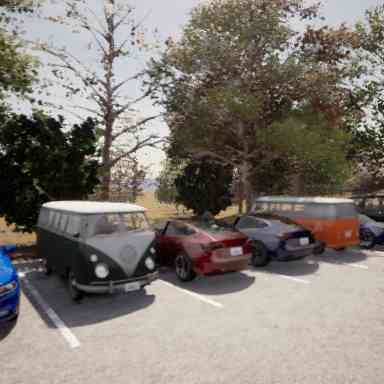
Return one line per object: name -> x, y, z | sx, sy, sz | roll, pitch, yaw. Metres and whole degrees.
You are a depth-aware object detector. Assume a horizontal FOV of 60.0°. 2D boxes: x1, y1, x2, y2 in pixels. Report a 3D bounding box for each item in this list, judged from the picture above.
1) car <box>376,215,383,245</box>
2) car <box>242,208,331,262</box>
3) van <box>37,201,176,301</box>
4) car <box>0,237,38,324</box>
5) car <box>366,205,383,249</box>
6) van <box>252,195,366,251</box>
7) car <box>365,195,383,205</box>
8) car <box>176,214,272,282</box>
car -> 7.549, 1.432, 9.376 | 4.902, 1.511, 2.128 | 0, 0, -35
car -> 1.864, 1.458, 11.425 | 2.163, 1.488, 4.792 | 0, 0, -35
van -> -2.447, 1.234, 8.182 | 1.878, 1.987, 4.442 | 0, 0, -36
car -> -4.779, 1.482, 6.657 | 2.097, 1.535, 5.008 | -1, 0, -35
car -> 6.509, 1.448, 14.669 | 2.163, 1.488, 4.792 | 0, 0, -36
van -> 4.068, 1.196, 13.106 | 1.878, 1.987, 4.442 | 0, 0, -36
car -> 8.730, 1.166, 16.323 | 2.435, 2.045, 5.566 | 0, 0, -36
car -> -0.285, 1.470, 9.893 | 2.163, 1.488, 4.792 | 0, 0, -35
